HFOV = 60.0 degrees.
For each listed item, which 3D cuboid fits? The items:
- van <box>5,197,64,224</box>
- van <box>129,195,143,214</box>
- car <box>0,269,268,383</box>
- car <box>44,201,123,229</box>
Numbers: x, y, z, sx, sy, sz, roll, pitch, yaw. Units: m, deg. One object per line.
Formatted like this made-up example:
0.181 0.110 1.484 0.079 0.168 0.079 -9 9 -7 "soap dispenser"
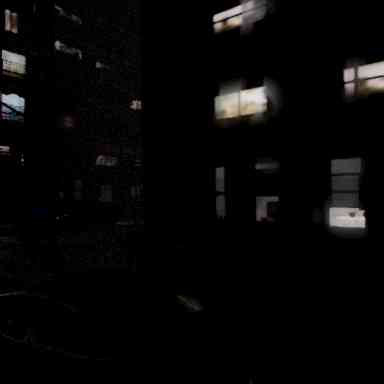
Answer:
-11.011 1.288 23.669 1.690 1.788 3.998 0 0 36 "van"
-4.451 1.216 32.847 1.690 1.788 3.998 0 0 36 "van"
-1.304 1.565 3.685 4.313 1.339 1.947 0 -1 36 "car"
-6.562 1.452 20.759 1.994 1.385 4.181 -1 0 36 "car"
